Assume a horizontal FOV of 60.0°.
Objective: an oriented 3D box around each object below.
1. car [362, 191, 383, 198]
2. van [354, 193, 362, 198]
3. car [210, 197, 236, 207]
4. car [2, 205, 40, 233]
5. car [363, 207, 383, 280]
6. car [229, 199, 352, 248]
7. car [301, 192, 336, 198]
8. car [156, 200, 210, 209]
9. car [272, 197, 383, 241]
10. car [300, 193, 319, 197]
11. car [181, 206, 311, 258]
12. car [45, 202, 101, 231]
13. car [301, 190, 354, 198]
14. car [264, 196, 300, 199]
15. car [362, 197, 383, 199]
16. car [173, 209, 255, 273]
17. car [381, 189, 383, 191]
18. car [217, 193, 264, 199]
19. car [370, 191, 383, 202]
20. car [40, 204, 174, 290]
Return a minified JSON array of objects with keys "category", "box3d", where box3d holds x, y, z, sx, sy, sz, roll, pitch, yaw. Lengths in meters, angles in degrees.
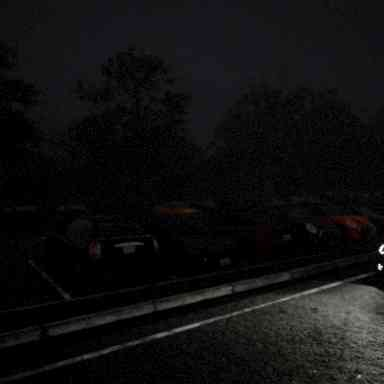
[{"category":"car","box3d":[21.682,0.894,42.777,2.002,1.452,4.674,-2,1,-35]},{"category":"van","box3d":[17.183,0.772,39.484,1.878,1.987,4.442,-2,1,-35]},{"category":"car","box3d":[1.034,1.434,28.334,2.097,1.535,5.008,-1,1,-35]},{"category":"car","box3d":[-10.384,1.518,20.333,2.097,1.535,5.008,0,0,-35]},{"category":"car","box3d":[6.600,1.313,8.392,4.553,1.767,2.097,-1,0,-35]},{"category":"car","box3d":[4.094,1.372,14.543,2.185,1.767,4.553,-1,0,-35]},{"category":"car","box3d":[12.452,1.138,36.542,1.946,1.575,5.366,-2,1,-35]},{"category":"car","box3d":[-1.142,1.465,26.579,1.946,1.575,5.366,-1,0,-35]},{"category":"car","box3d":[6.372,1.346,16.137,2.185,1.767,4.553,-1,1,-35]},{"category":"car","box3d":[10.179,1.216,34.720,2.097,1.535,5.008,-2,1,-35]},{"category":"car","box3d":[1.812,1.544,12.944,2.163,1.488,4.792,0,0,-35]},{"category":"car","box3d":[-7.992,1.519,22.005,2.231,1.521,4.892,0,0,-35]},{"category":"car","box3d":[14.851,0.818,37.960,2.435,2.045,5.566,-2,1,-35]},{"category":"car","box3d":[7.874,1.157,33.151,2.185,1.767,4.553,-1,1,-35]},{"category":"car","box3d":[13.248,1.342,20.903,2.097,1.535,5.008,-1,1,-35]},{"category":"car","box3d":[-0.439,1.553,11.298,2.163,1.488,4.792,0,0,-35]},{"category":"car","box3d":[23.961,0.781,44.375,2.097,1.535,5.008,-2,1,-35]},{"category":"car","box3d":[3.302,1.140,29.949,2.435,2.045,5.566,-1,1,-35]},{"category":"car","box3d":[28.509,0.666,47.585,2.163,1.488,4.792,-2,1,-35]},{"category":"car","box3d":[-2.721,1.398,9.698,2.185,1.767,4.553,0,0,-35]}]
